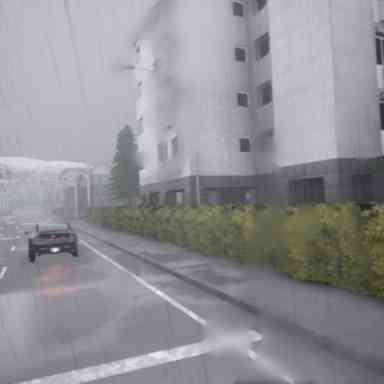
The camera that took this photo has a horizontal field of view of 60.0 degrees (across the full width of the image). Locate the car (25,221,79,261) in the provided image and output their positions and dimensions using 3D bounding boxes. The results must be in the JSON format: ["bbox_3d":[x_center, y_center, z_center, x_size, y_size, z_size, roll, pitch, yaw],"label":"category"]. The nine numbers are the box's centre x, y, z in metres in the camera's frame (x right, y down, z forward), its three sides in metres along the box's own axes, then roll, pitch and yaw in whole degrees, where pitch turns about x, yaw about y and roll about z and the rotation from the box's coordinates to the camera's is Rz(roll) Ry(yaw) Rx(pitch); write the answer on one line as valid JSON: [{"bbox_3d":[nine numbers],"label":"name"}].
[{"bbox_3d":[-6.205,2.060,14.788,1.837,1.490,4.892,-2,-2,-25],"label":"car"}]
